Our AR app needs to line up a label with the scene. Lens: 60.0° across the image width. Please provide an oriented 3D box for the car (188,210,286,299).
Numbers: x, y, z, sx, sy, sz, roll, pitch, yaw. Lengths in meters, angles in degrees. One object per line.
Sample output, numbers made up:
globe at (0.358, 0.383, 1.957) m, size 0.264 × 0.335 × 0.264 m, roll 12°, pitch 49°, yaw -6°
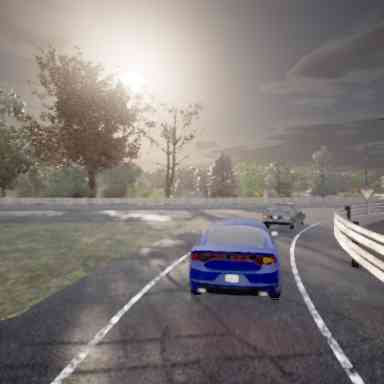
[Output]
car at (1.187, 1.446, 8.576) m, size 1.882 × 1.535 × 5.008 m, roll 0°, pitch 0°, yaw 11°

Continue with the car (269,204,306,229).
car at (5.902, 1.485, 21.094) m, size 2.033 × 1.411 × 5.357 m, roll 0°, pitch 0°, yaw 28°
